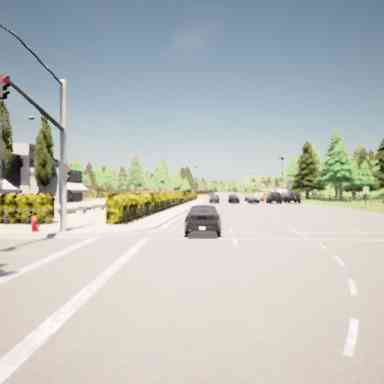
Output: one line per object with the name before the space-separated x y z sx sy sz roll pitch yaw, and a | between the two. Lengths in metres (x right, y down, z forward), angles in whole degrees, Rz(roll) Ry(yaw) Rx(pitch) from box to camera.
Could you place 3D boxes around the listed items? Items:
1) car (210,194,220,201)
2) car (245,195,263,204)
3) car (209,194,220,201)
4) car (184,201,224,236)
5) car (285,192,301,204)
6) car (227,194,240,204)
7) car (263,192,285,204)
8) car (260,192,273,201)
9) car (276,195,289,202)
car | 4.841 1.183 69.279 2.033 1.411 5.357 0 0 5
car | 11.067 1.430 59.988 1.895 1.301 4.718 0 0 5
car | 4.019 1.329 59.728 2.128 1.511 4.902 0 0 5
car | 0.643 1.456 18.175 1.837 1.490 4.892 0 0 4
car | 18.101 1.043 60.083 2.150 2.045 5.566 0 0 5
car | 7.542 1.311 59.843 1.882 1.535 5.008 0 0 5
car | 14.483 1.050 58.856 2.150 2.045 5.566 0 0 5
car | 15.300 0.990 68.348 2.097 1.767 4.553 0 0 5
car | 18.913 1.296 69.512 1.837 1.490 4.892 0 0 5
